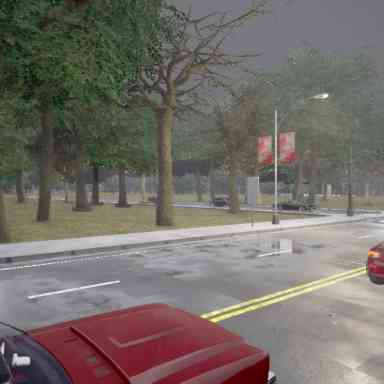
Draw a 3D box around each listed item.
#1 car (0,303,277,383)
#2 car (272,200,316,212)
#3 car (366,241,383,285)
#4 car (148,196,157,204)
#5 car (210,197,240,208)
[{"bbox_3d":[-1.528,1.601,2.269,4.718,1.301,1.895,0,0,-38],"label":"car"},{"bbox_3d":[11.522,1.587,37.540,1.895,1.301,4.718,0,0,-38],"label":"car"},{"bbox_3d":[6.049,1.527,8.265,4.674,1.442,1.812,0,0,-38],"label":"car"},{"bbox_3d":[-6.369,1.509,60.301,2.033,1.411,5.357,0,0,-38],"label":"car"},{"bbox_3d":[4.507,1.477,46.432,1.837,1.490,4.892,0,0,-38],"label":"car"}]
